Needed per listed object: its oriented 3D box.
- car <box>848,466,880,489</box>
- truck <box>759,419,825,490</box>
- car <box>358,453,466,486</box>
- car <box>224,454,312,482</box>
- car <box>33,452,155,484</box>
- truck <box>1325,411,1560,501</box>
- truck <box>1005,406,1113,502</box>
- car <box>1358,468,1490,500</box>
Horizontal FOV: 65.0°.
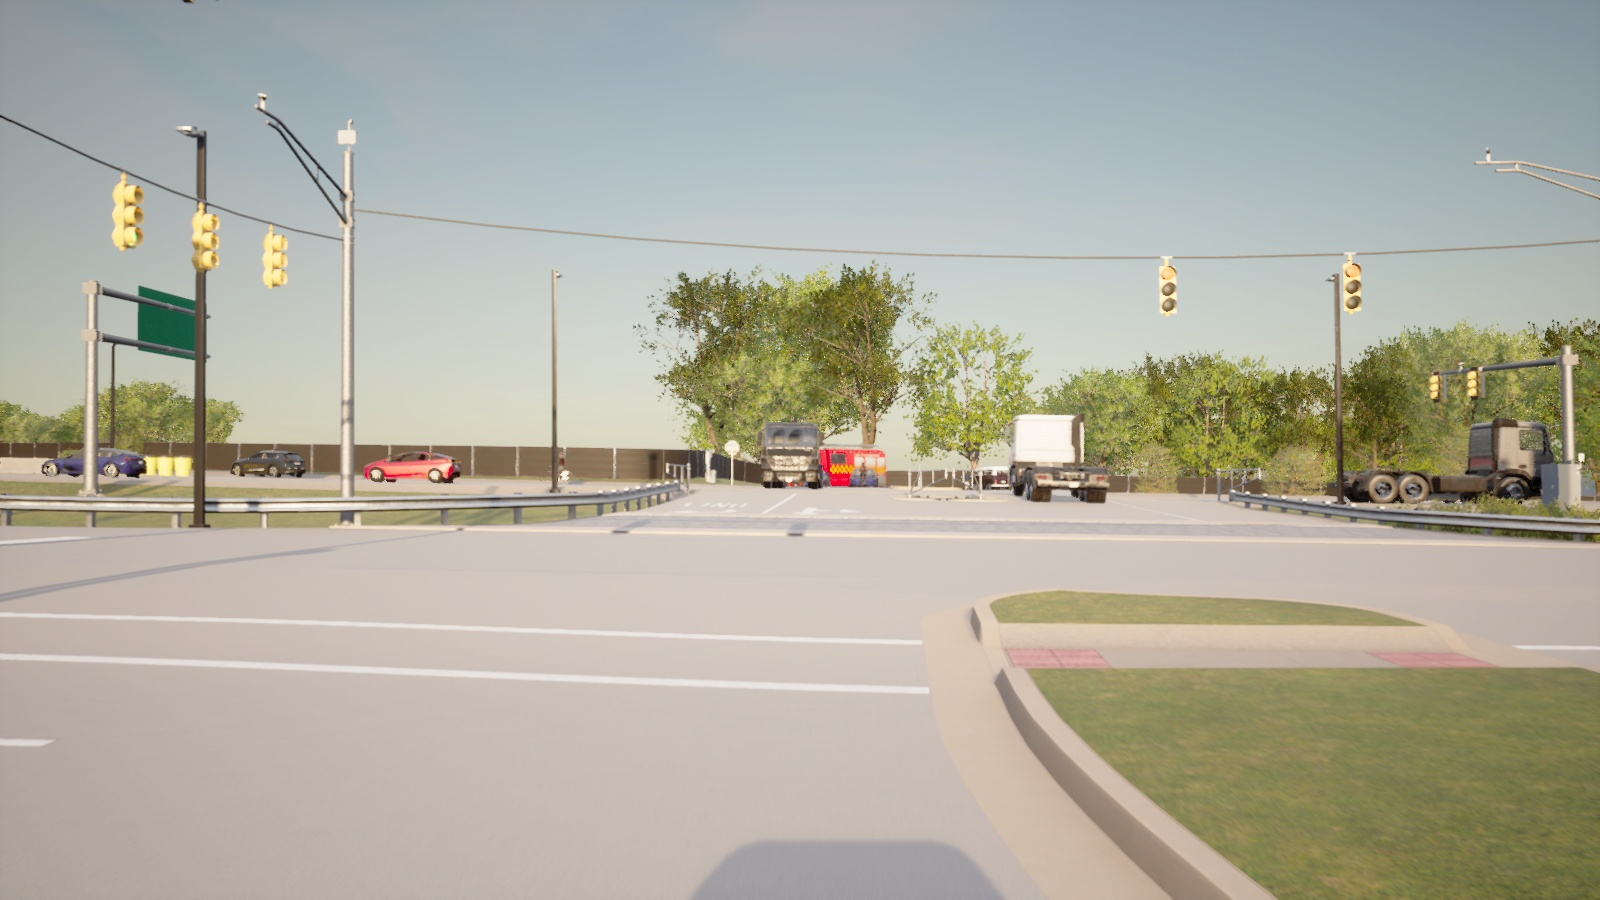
[{"bbox_3d":[4.509,1.932,88.319,2.163,1.488,4.792,0,-2,3],"label":"car"},{"bbox_3d":[-0.302,0.301,66.066,2.891,3.462,7.936,0,-1,4],"label":"truck"},{"bbox_3d":[-18.669,0.948,60.500,4.514,1.525,2.007,0,-1,4],"label":"car"},{"bbox_3d":[-31.794,1.081,75.103,4.856,1.649,2.033,0,-1,24],"label":"car"},{"bbox_3d":[-34.544,0.905,61.533,4.792,1.488,2.163,0,-1,4],"label":"car"},{"bbox_3d":[25.727,0.266,50.617,7.936,3.462,2.891,1,-1,4],"label":"truck"},{"bbox_3d":[10.087,0.126,49.715,2.891,3.462,7.936,1,1,2],"label":"truck"},{"bbox_3d":[26.768,1.448,54.026,4.718,1.301,1.895,1,-1,4],"label":"car"}]
